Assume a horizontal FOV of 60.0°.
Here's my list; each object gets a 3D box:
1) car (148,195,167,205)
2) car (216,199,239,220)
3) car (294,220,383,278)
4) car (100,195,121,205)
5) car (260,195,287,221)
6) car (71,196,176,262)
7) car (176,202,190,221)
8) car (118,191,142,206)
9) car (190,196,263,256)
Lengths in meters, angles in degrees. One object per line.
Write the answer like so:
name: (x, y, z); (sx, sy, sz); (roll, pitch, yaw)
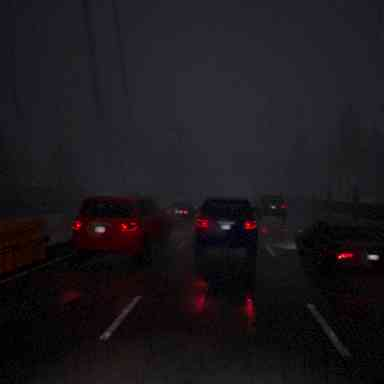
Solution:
car: (-5.326, 1.240, 52.450); (2.128, 1.511, 4.902); (1, 0, 3)
car: (3.137, 1.460, 29.411); (1.837, 1.490, 4.892); (1, 1, 6)
car: (4.569, 1.585, 10.347); (2.033, 1.411, 5.357); (1, 0, 7)
car: (-12.444, 1.166, 51.012); (1.812, 1.442, 4.674); (1, 0, 4)
car: (6.487, 1.235, 27.851); (2.150, 2.045, 5.566); (1, 1, 7)
car: (-2.261, 1.148, 12.090); (2.150, 2.045, 5.566); (1, 0, 8)
car: (-0.775, 1.451, 26.028); (2.033, 1.411, 5.357); (1, 0, 7)
car: (-9.048, 0.921, 49.212); (2.150, 2.045, 5.566); (1, 0, 5)
car: (1.401, 1.202, 13.346); (2.150, 2.045, 5.566); (1, 0, 7)
